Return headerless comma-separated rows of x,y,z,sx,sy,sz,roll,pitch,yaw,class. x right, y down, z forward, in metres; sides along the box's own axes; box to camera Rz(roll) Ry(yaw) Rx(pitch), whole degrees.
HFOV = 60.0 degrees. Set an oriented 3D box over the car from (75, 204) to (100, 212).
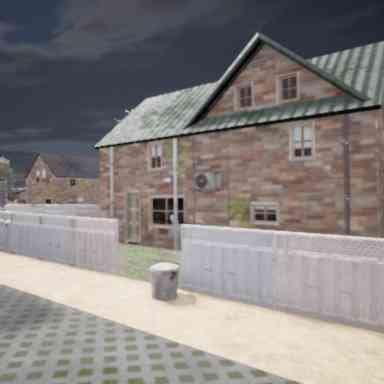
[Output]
-9.136,1.892,31.951,2.097,1.767,4.553,-1,-2,36,car
